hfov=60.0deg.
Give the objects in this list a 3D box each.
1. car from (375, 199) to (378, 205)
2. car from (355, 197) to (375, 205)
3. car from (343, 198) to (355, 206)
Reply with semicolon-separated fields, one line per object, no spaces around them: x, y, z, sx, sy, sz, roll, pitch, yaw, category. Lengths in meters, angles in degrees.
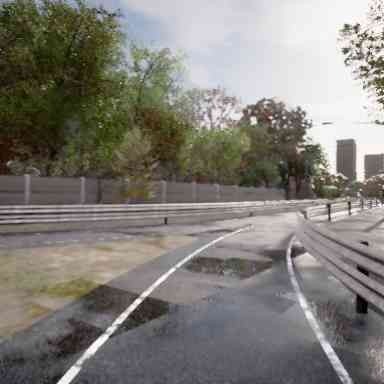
37.596;1.898;69.641;2.097;1.767;4.553;1;-1;34;car
32.052;1.909;61.434;1.895;1.301;4.718;1;0;34;car
31.728;1.938;66.761;1.882;1.535;5.008;1;0;34;car
